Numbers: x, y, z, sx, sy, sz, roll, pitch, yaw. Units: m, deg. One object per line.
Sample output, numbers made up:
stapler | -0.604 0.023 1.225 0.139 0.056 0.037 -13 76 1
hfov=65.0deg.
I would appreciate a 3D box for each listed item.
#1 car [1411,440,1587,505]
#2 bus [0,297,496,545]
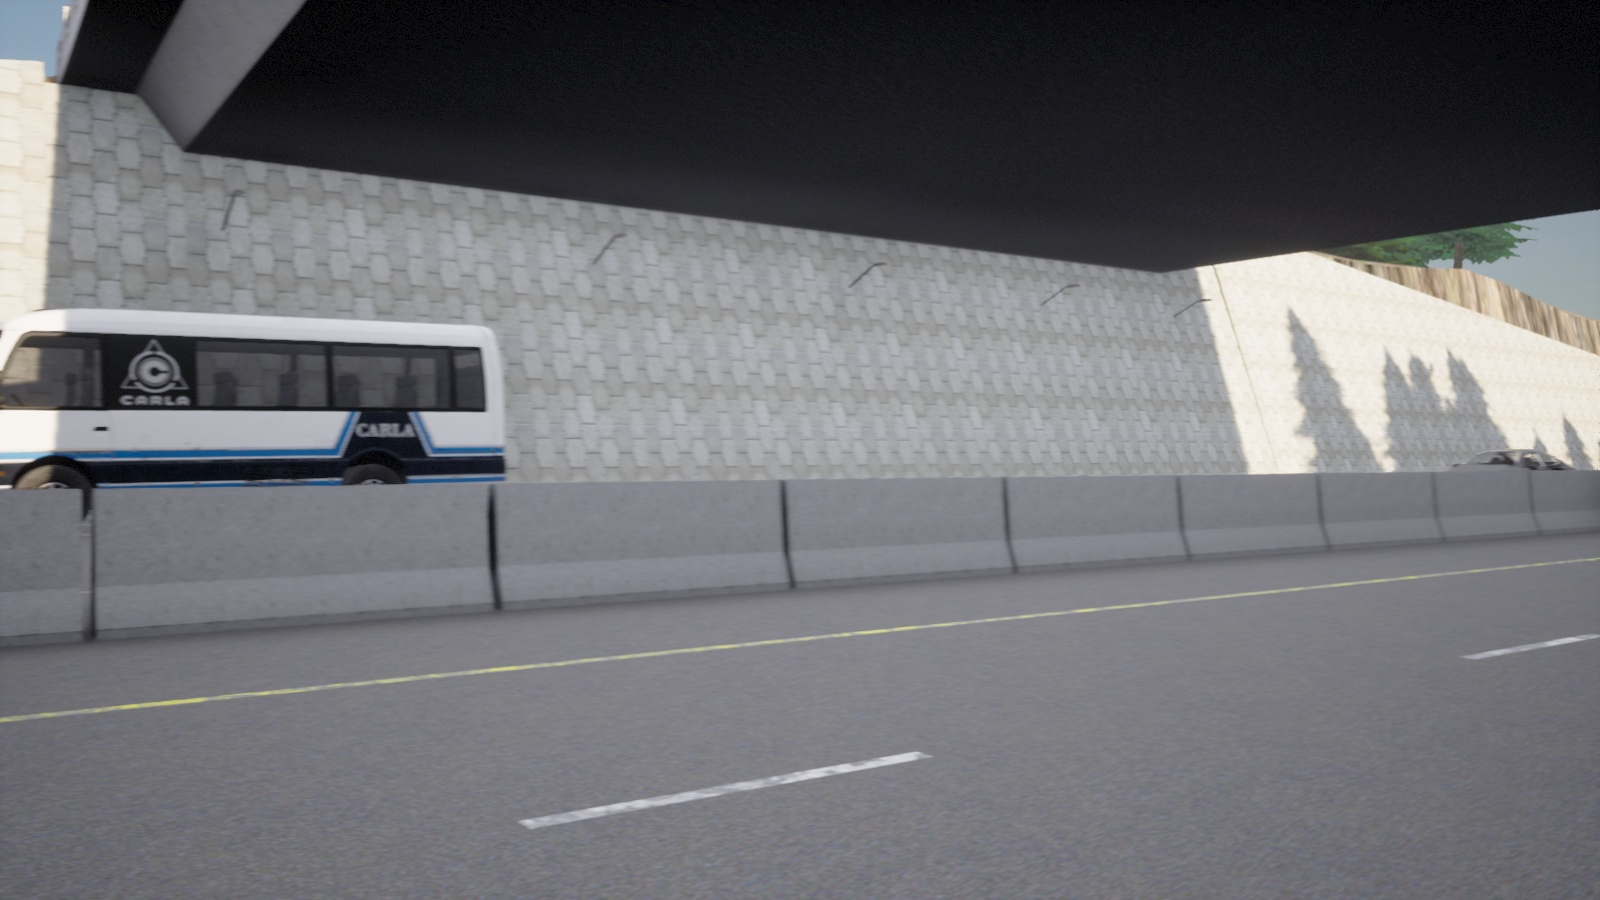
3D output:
car | 18.902 0.569 33.891 5.027 1.651 2.152 0 0 -35
bus | -11.817 -0.545 25.289 10.273 4.253 3.944 -1 0 -35
